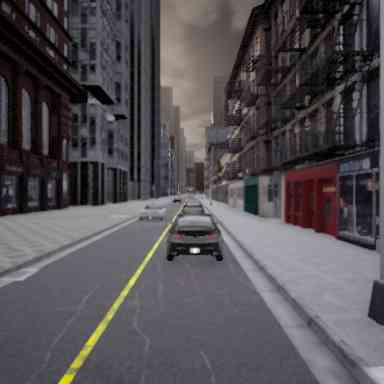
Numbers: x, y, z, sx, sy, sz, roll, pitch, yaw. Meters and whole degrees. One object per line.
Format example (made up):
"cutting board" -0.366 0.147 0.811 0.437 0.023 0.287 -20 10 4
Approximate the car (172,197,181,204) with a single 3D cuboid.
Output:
"car" -3.001 1.709 68.175 1.895 1.301 4.718 0 0 0

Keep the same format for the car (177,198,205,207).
"car" 0.096 1.519 29.307 2.128 1.511 4.902 0 0 0

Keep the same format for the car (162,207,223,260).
"car" 0.094 1.513 12.445 1.837 1.490 4.892 0 0 0

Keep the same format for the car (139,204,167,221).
"car" -3.101 1.625 26.995 1.895 1.301 4.718 0 0 0
